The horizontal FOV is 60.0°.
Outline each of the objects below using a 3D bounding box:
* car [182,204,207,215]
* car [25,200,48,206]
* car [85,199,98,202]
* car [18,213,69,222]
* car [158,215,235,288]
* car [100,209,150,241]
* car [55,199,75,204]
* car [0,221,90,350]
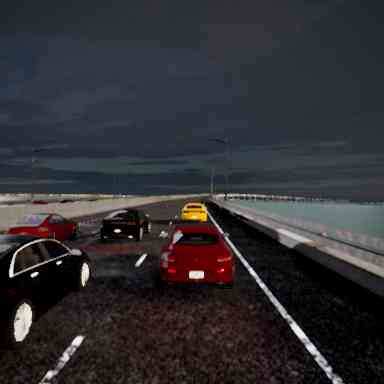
[{"bbox_3d":[0.185,1.692,27.047,1.882,1.535,5.008,0,0,0],"label":"car"},{"bbox_3d":[-24.175,1.930,51.783,1.812,1.442,4.674,0,-1,1],"label":"car"},{"bbox_3d":[-17.041,1.964,56.719,1.812,1.442,4.674,0,-1,1],"label":"car"},{"bbox_3d":[-6.880,1.690,15.617,1.994,1.385,4.181,0,0,0],"label":"car"},{"bbox_3d":[0.104,1.601,9.356,1.812,1.442,4.674,0,0,0],"label":"car"},{"bbox_3d":[-3.372,1.618,17.550,1.882,1.535,5.008,0,0,0],"label":"car"},{"bbox_3d":[-20.619,1.926,53.992,1.837,1.490,4.892,0,-1,2],"label":"car"},{"bbox_3d":[-3.399,1.557,6.285,1.837,1.490,4.892,0,0,0],"label":"car"}]
